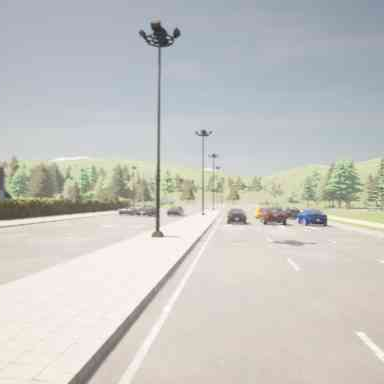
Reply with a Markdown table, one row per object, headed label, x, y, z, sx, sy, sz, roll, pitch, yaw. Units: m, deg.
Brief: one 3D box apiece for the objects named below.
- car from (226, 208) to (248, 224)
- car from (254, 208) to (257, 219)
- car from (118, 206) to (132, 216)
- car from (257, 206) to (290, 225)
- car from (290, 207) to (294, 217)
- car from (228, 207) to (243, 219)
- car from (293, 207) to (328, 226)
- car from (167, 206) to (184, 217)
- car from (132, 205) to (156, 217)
| label | x | y | z | sx | sy | sz | roll | pitch | yaw |
| --- | --- | --- | --- | --- | --- | --- | --- | --- | --- |
| car | 4.415 | 2.380 | 32.896 | 1.812 | 1.442 | 4.674 | 0 | -1 | 7 |
| car | 9.118 | 2.628 | 43.174 | 1.882 | 1.535 | 5.008 | 0 | -1 | 6 |
| car | -9.129 | 2.696 | 48.084 | 1.895 | 1.301 | 4.718 | 0 | -1 | 6 |
| car | 7.911 | 2.233 | 32.633 | 2.097 | 1.767 | 4.553 | 0 | -1 | 7 |
| car | 12.530 | 2.651 | 42.180 | 2.128 | 1.511 | 4.902 | 0 | -1 | 6 |
| car | 5.642 | 2.728 | 43.563 | 1.895 | 1.301 | 4.718 | 0 | -1 | 7 |
| car | 11.297 | 2.364 | 31.492 | 1.882 | 1.535 | 5.008 | 0 | -1 | 6 |
| car | -2.246 | 2.674 | 46.648 | 2.033 | 1.411 | 5.357 | 0 | -1 | 6 |
| car | -6.009 | 2.530 | 44.527 | 2.128 | 1.511 | 4.902 | 0 | -1 | 7 |
